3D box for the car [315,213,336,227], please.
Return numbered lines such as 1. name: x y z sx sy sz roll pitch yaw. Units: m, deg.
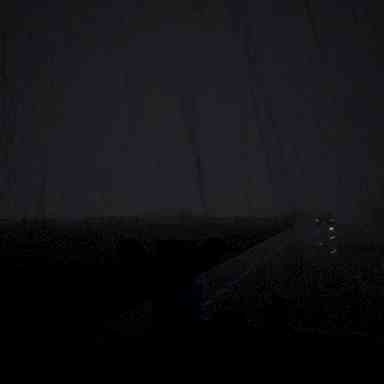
1. car: 15.038 3.080 37.529 1.812 1.442 4.674 -3 -3 23
